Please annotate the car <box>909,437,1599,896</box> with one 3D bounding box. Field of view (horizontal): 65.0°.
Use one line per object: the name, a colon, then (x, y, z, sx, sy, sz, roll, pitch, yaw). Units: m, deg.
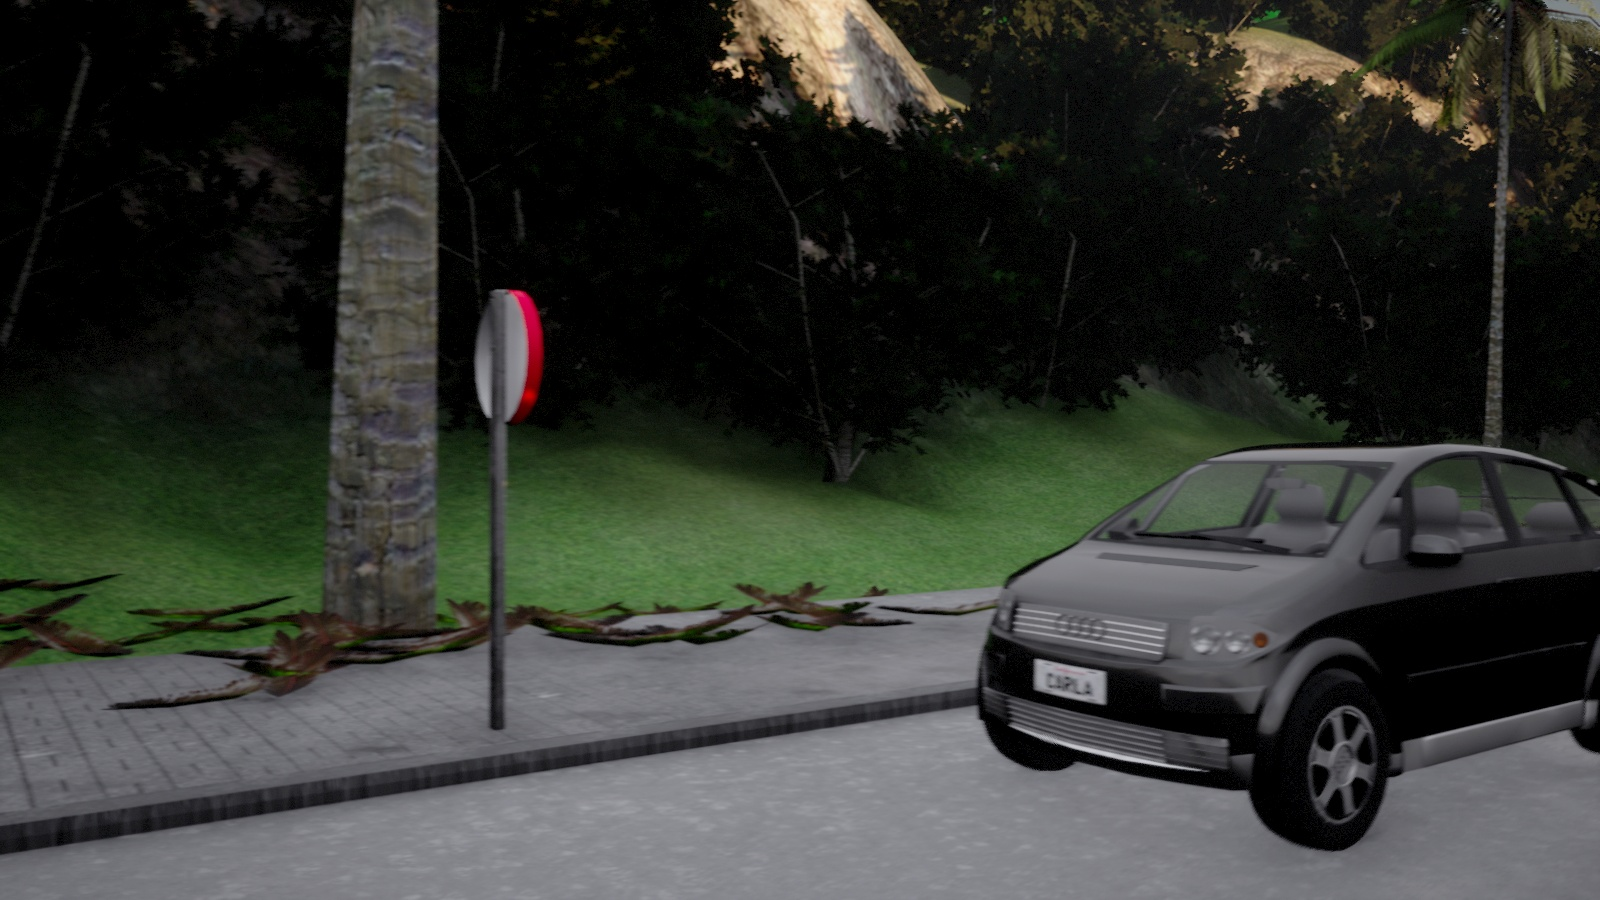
car: (2.529, 0.732, 6.028, 3.705, 1.549, 1.789, 0, 0, -35)
